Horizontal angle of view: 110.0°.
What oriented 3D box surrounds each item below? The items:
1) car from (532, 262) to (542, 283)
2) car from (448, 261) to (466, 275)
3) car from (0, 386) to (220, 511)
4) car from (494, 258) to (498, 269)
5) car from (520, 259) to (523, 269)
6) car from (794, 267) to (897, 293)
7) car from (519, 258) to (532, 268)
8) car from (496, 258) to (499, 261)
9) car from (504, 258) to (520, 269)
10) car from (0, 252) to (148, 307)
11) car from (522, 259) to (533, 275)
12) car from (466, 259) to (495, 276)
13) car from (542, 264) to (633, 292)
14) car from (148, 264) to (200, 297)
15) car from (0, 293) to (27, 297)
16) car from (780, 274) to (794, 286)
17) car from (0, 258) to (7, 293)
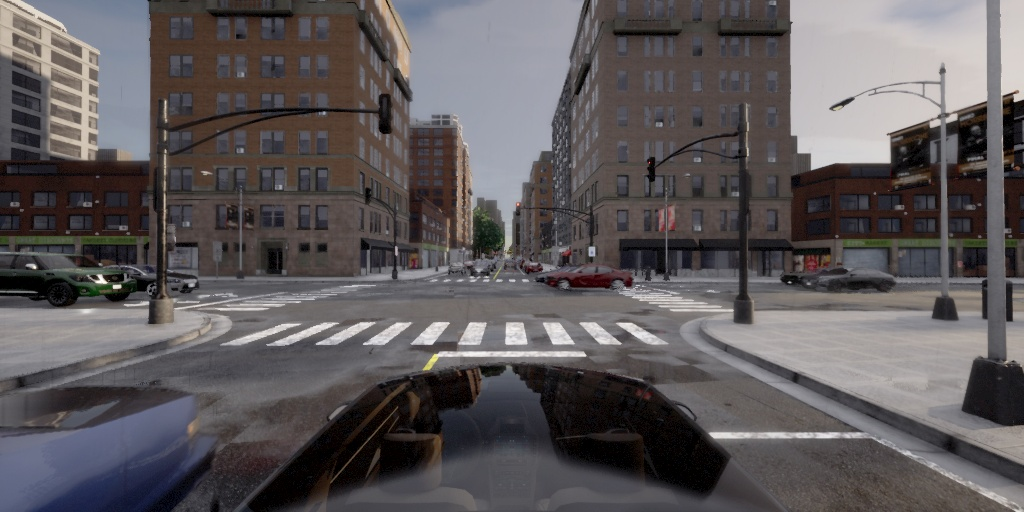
[{"bbox_3d":[4.258,1.326,24.385,5.357,1.411,2.033,1,0,0],"label":"car"},{"bbox_3d":[-6.050,1.329,39.895,2.007,1.370,4.403,0,0,-1],"label":"car"},{"bbox_3d":[-3.121,1.297,0.276,2.033,1.411,5.357,0,0,0],"label":"car"},{"bbox_3d":[-3.360,1.340,47.443,2.033,1.411,5.357,0,0,-1],"label":"car"},{"bbox_3d":[2.414,1.355,45.492,1.948,1.339,4.313,0,0,-1],"label":"car"},{"bbox_3d":[19.914,1.384,21.247,4.674,1.442,1.812,0,0,0],"label":"car"},{"bbox_3d":[2.351,1.326,51.168,1.751,1.417,4.829,0,0,-1],"label":"car"},{"bbox_3d":[-3.467,1.322,57.824,1.837,1.490,4.892,0,0,0],"label":"car"},{"bbox_3d":[-0.275,1.303,56.376,2.128,1.511,4.902,0,0,-1],"label":"car"},{"bbox_3d":[-18.469,0.858,14.268,5.566,2.045,2.150,0,0,0],"label":"car"},{"bbox_3d":[2.475,1.325,39.985,1.888,1.381,4.507,0,0,-1],"label":"car"},{"bbox_3d":[-3.255,1.268,37.638,2.128,1.511,4.902,0,0,0],"label":"car"},{"bbox_3d":[4.537,1.237,21.132,5.008,1.535,1.882,1,0,0],"label":"car"},{"bbox_3d":[-18.119,1.156,17.513,4.902,1.511,2.128,0,0,-1],"label":"car"},{"bbox_3d":[-5.856,1.190,1.534,1.967,1.591,4.097,0,0,0],"label":"car"},{"bbox_3d":[21.207,1.491,24.510,4.718,1.301,1.895,0,0,0],"label":"car"},{"bbox_3d":[-28.377,0.977,17.445,4.553,1.767,2.097,0,0,-1],"label":"car"}]
